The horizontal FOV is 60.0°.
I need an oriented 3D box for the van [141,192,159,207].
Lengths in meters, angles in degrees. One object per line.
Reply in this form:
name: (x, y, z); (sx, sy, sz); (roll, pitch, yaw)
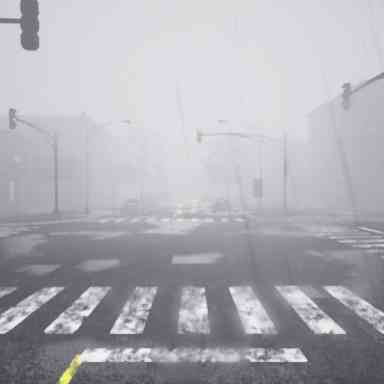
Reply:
van: (-5.620, 0.947, 42.322); (1.690, 1.788, 3.998); (0, 1, 0)

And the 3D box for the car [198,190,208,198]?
car: (2.837, 0.507, 86.676); (2.192, 1.841, 5.009); (0, 1, 0)

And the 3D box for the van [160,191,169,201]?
van: (-5.592, 0.792, 58.960); (1.690, 1.788, 3.998); (0, 1, 0)

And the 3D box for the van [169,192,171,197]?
van: (-5.582, 0.740, 64.506); (1.690, 1.788, 3.998); (0, 1, 0)

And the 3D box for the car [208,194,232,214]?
car: (2.742, 1.233, 31.387); (1.752, 1.417, 4.829); (-1, 1, 0)

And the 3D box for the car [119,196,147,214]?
car: (-5.638, 1.291, 31.232); (1.802, 1.307, 4.206); (0, 1, 0)

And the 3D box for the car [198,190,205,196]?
car: (2.820, 0.861, 75.586); (1.947, 1.339, 4.313); (0, 1, 0)

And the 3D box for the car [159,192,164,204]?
car: (-5.610, 1.099, 47.871); (1.887, 1.381, 4.507); (0, 1, 0)

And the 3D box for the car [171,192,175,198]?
car: (-5.551, 0.809, 81.146); (1.947, 1.339, 4.313); (0, 1, 0)

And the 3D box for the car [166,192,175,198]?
car: (-5.541, 0.736, 86.693); (1.887, 1.381, 4.507); (0, 1, 0)

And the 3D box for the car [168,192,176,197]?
car: (-5.531, 0.721, 92.239); (1.802, 1.307, 4.206); (0, 1, 0)

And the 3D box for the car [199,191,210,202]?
car: (2.791, 1.002, 58.948); (2.008, 1.369, 4.403); (-1, 1, 0)
